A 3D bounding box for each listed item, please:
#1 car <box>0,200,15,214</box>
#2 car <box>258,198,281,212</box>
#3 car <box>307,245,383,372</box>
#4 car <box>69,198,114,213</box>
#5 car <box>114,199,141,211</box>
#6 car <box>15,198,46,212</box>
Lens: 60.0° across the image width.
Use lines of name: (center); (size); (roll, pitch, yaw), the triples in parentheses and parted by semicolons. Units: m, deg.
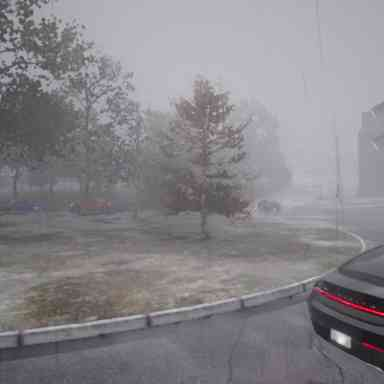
car: (-20.304, 1.581, 32.305); (4.718, 1.301, 1.895); (-1, 0, -44)
car: (8.975, 1.488, 38.662); (1.837, 1.490, 4.892); (-2, 3, 0)
car: (4.024, 1.509, 4.927); (4.892, 1.490, 1.837); (0, 0, -22)
car: (-11.366, 1.403, 37.310); (4.553, 1.767, 2.097); (1, 0, -14)
car: (-8.726, 1.590, 40.809); (4.892, 1.490, 1.837); (0, 0, 0)
car: (-19.101, 1.465, 37.268); (5.008, 1.535, 1.882); (1, -1, -32)
